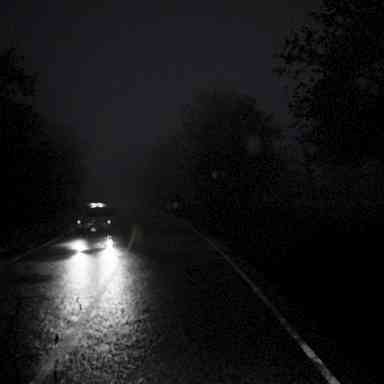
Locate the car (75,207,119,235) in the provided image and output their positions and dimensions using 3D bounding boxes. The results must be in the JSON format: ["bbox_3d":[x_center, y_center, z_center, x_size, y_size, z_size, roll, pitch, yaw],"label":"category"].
[{"bbox_3d":[-5.156,1.541,18.499,1.895,1.301,4.718,1,0,-9],"label":"car"}]

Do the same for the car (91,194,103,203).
[{"bbox_3d":[-17.103,1.197,59.797,2.128,1.511,4.902,1,0,-19],"label":"car"}]
